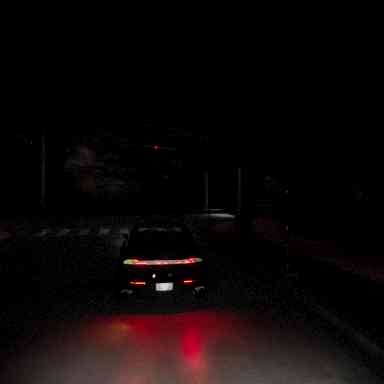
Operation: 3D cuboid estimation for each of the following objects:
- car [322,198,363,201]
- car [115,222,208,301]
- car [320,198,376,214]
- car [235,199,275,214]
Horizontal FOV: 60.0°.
[{"bbox_3d":[11.694,1.390,28.181,5.357,1.411,2.033,0,0,-12],"label":"car"},{"bbox_3d":[-0.836,1.492,8.389,2.128,1.511,4.902,0,0,-8],"label":"car"},{"bbox_3d":[15.299,1.348,32.764,4.892,1.490,1.837,0,0,-12],"label":"car"},{"bbox_3d":[6.271,1.369,30.764,4.674,1.442,1.812,0,0,-12],"label":"car"}]
